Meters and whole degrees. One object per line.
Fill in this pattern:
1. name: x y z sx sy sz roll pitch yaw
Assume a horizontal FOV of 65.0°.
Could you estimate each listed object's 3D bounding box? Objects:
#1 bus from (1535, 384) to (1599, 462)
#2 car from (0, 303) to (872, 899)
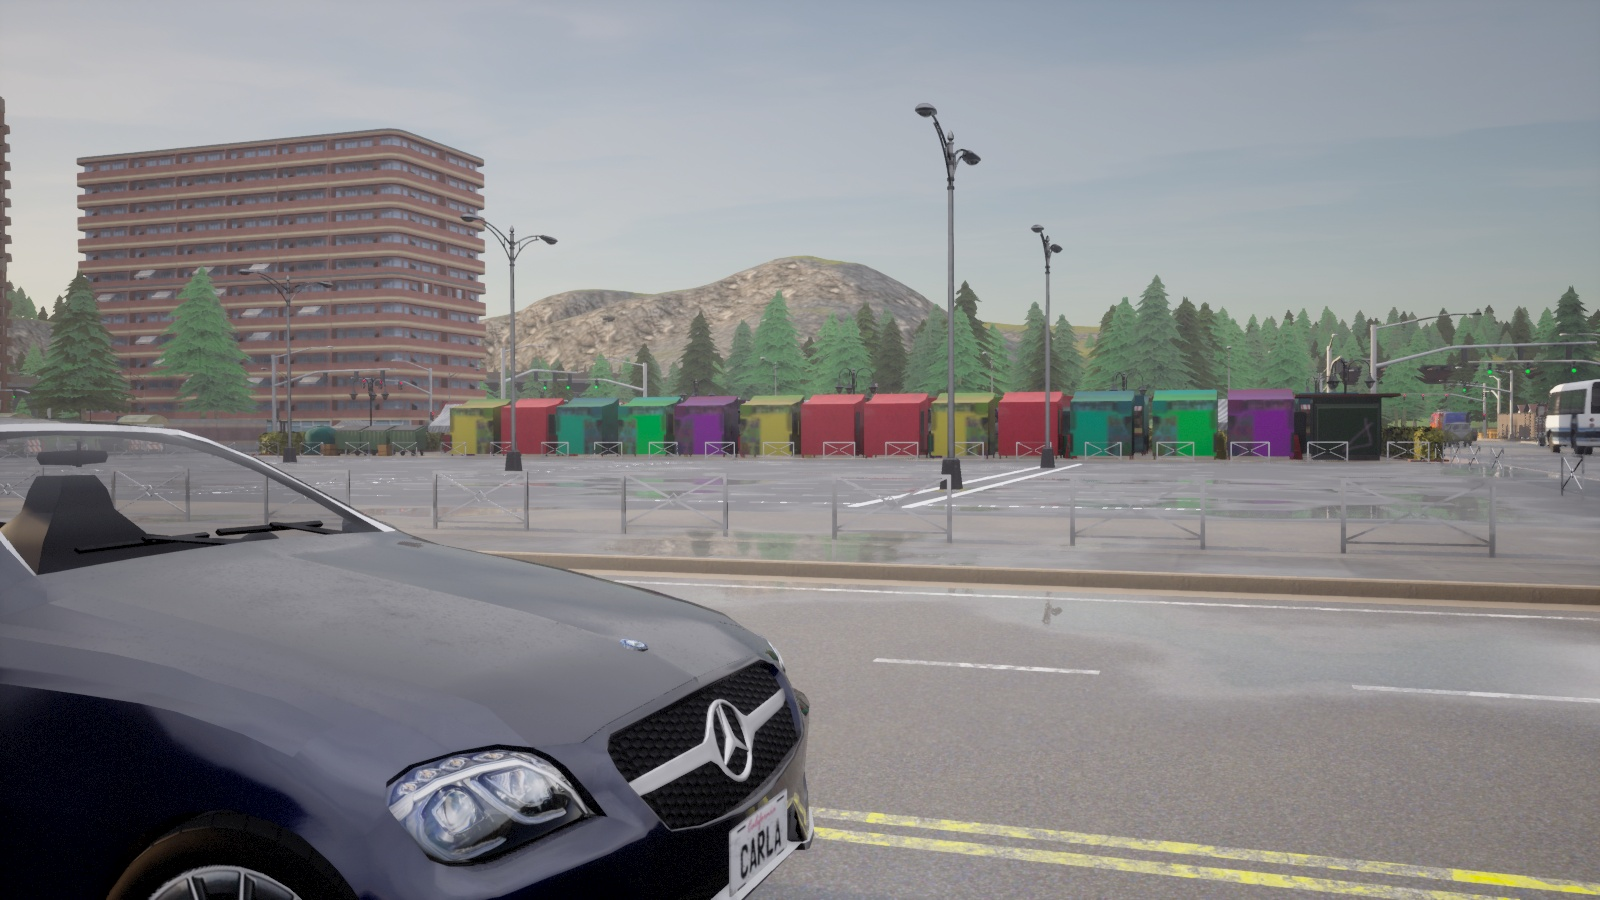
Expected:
1. bus: 46.286 -1.549 73.263 3.944 4.253 10.273 1 1 19
2. car: -2.485 0.531 4.025 5.027 1.651 2.152 1 1 19
